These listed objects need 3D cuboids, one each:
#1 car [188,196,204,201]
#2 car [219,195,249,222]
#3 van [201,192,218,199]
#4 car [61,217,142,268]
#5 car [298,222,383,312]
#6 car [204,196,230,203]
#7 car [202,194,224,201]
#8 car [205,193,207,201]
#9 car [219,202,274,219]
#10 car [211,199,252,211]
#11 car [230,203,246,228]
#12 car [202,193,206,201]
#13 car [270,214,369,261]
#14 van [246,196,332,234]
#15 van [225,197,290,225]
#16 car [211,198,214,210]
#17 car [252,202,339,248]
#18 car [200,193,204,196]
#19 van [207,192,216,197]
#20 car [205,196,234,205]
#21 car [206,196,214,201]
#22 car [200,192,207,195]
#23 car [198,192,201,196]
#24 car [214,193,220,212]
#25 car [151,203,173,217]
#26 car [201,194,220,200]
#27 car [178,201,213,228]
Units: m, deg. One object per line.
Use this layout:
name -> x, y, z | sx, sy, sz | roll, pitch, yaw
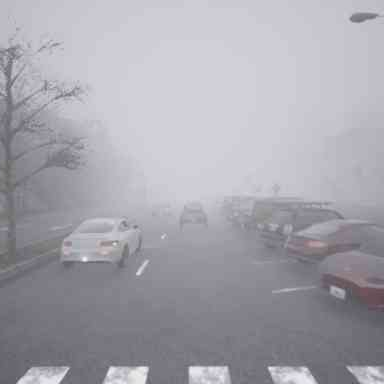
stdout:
car -> 0.094, 1.634, 41.620 | 2.128, 1.511, 4.902 | 0, 0, 0
car -> 5.046, 1.343, 22.142 | 5.566, 2.045, 2.435 | 1, 0, -20
van -> 4.954, 1.066, 93.713 | 4.442, 1.987, 1.878 | 1, 0, -20
car -> -2.902, 1.580, 11.324 | 1.812, 1.442, 4.674 | 0, 0, 0
car -> 5.043, 1.553, 7.206 | 4.792, 1.488, 2.163 | 1, 0, -20
car -> 5.058, 1.475, 66.918 | 4.674, 1.452, 2.002 | 1, 0, -20
car -> 5.067, 1.336, 81.824 | 5.008, 1.535, 2.097 | 1, 1, -20
car -> 5.036, 1.450, 51.993 | 4.553, 1.767, 2.185 | 1, 0, -20
car -> 5.062, 1.671, 31.108 | 4.674, 1.452, 2.002 | 1, 0, -20
car -> 5.091, 1.660, 43.062 | 4.792, 1.488, 2.163 | 1, 0, -20
car -> 5.062, 1.582, 19.172 | 4.892, 1.521, 2.231 | 1, -1, -20
car -> 4.890, 1.516, 57.903 | 5.366, 1.575, 1.946 | 1, 1, -20
car -> 5.064, 1.578, 10.225 | 4.674, 1.452, 2.002 | 1, -1, -20
van -> 5.179, 1.343, 16.233 | 4.442, 1.987, 1.878 | 1, -1, -20
van -> 4.962, 1.382, 25.095 | 4.442, 1.987, 1.878 | 1, 0, -20
car -> 5.038, 1.668, 37.065 | 4.792, 1.488, 2.163 | 1, 0, -20
car -> 5.040, 1.426, 13.198 | 4.553, 1.767, 2.185 | 1, -1, -20
car -> 4.890, 1.456, 63.869 | 5.366, 1.575, 1.946 | 1, 1, -20
van -> 4.959, 1.372, 48.965 | 4.442, 1.987, 1.878 | 1, 1, -20
car -> 5.089, 1.521, 60.965 | 4.792, 1.488, 2.163 | 1, 0, -20
car -> 4.893, 1.630, 39.992 | 5.366, 1.575, 1.946 | 1, 0, -20
car -> 5.071, 1.370, 75.858 | 4.892, 1.521, 2.231 | 1, 1, -20
car -> 5.090, 1.100, 78.858 | 5.566, 2.045, 2.435 | 1, 0, -20
car -> 5.096, 1.372, 28.138 | 5.566, 2.045, 2.435 | 1, 0, -20
car -> -2.904, 1.748, 33.189 | 1.895, 1.301, 4.718 | 0, 0, 0
car -> 5.086, 1.332, 90.787 | 4.792, 1.488, 2.163 | 1, 0, -20
car -> 0.096, 1.602, 23.207 | 2.128, 1.511, 4.902 | 0, 0, 0
